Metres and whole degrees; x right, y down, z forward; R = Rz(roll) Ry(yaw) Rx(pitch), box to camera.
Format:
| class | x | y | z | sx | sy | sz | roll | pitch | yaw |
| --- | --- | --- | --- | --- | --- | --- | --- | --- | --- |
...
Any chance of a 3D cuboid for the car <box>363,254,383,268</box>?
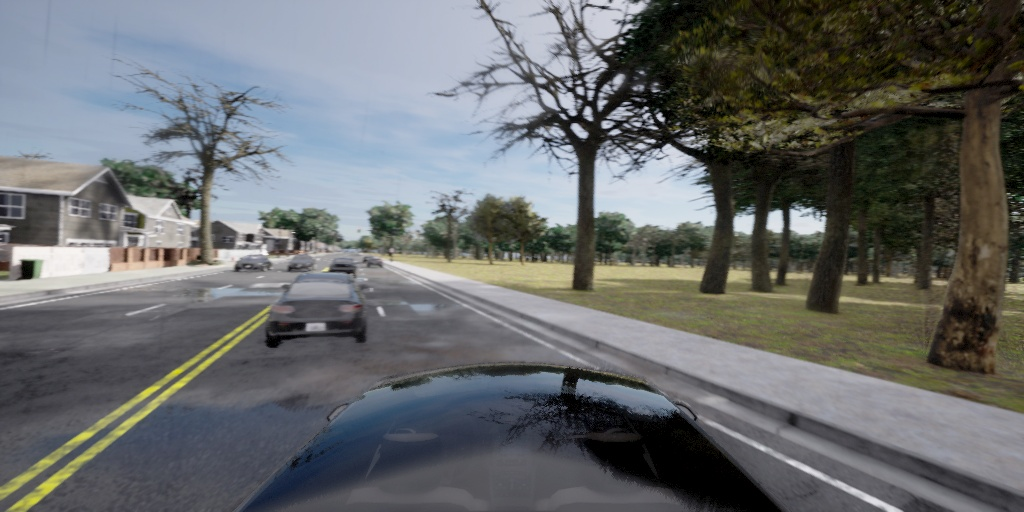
| class | x | y | z | sx | sy | sz | roll | pitch | yaw |
| --- | --- | --- | --- | --- | --- | --- | --- | --- | --- |
| car | -17.858 | 0.701 | 46.641 | 2.128 | 1.511 | 4.902 | 2 | 0 | -24 |

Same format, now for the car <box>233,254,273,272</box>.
| class | x | y | z | sx | sy | sz | roll | pitch | yaw |
| --- | --- | --- | --- | --- | --- | --- | --- | --- | --- |
| car | -21.003 | 0.577 | 29.265 | 1.994 | 1.385 | 4.181 | 2 | 0 | -24 |

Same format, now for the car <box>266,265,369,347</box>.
| class | x | y | z | sx | sy | sz | roll | pitch | yaw |
| --- | --- | --- | --- | --- | --- | --- | --- | --- | --- |
| car | -4.555 | 1.122 | 8.747 | 1.812 | 1.442 | 4.674 | 2 | 0 | -24 |

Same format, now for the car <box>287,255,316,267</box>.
| class | x | y | z | sx | sy | sz | roll | pitch | yaw |
| --- | --- | --- | --- | --- | --- | --- | --- | --- | --- |
| car | -18.586 | 0.628 | 31.822 | 1.837 | 1.490 | 4.892 | 2 | -1 | -24 |

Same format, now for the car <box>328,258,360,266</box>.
| class | x | y | z | sx | sy | sz | roll | pitch | yaw |
| --- | --- | --- | --- | --- | --- | --- | --- | --- | --- |
| car | -12.409 | 0.856 | 26.403 | 1.837 | 1.490 | 4.892 | 2 | 0 | -24 |
